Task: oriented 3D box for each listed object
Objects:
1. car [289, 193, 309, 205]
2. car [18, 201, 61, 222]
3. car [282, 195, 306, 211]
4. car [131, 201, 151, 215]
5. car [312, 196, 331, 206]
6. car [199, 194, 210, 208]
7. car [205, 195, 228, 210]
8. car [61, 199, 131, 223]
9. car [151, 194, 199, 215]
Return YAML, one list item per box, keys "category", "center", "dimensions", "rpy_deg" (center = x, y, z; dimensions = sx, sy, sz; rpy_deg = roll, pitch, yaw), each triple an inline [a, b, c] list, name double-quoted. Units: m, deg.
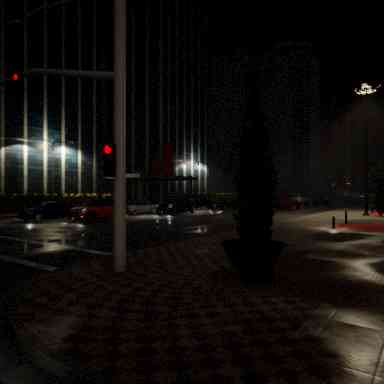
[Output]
- category: "car"
  center: [17.618, 1.221, 55.281]
  dimensions: [2.150, 2.045, 5.566]
  rpy_deg: [0, 0, 35]
- category: "car"
  center: [-11.190, 1.478, 26.550]
  dimensions: [1.882, 1.535, 5.008]
  rpy_deg: [0, 0, 35]
- category: "car"
  center: [12.203, 1.477, 41.390]
  dimensions: [1.882, 1.535, 5.008]
  rpy_deg: [0, 0, 35]
- category: "car"
  center: [-5.525, 1.601, 34.674]
  dimensions: [1.895, 1.301, 4.718]
  rpy_deg: [0, 0, 35]
- category: "car"
  center: [21.293, 1.353, 54.430]
  dimensions: [2.097, 1.767, 4.553]
  rpy_deg: [0, 0, 35]
- category: "car"
  center: [0.610, 1.221, 43.445]
  dimensions: [2.150, 2.045, 5.566]
  rpy_deg: [0, 0, 35]
- category: "car"
  center: [4.179, 1.492, 42.442]
  dimensions: [2.128, 1.511, 4.902]
  rpy_deg: [0, 0, 35]
- category: "car"
  center: [-7.355, 1.352, 25.927]
  dimensions: [2.097, 1.767, 4.553]
  rpy_deg: [0, 0, 35]
- category: "car"
  center: [-1.663, 1.352, 34.086]
  dimensions: [2.097, 1.767, 4.553]
  rpy_deg: [0, 0, 35]
